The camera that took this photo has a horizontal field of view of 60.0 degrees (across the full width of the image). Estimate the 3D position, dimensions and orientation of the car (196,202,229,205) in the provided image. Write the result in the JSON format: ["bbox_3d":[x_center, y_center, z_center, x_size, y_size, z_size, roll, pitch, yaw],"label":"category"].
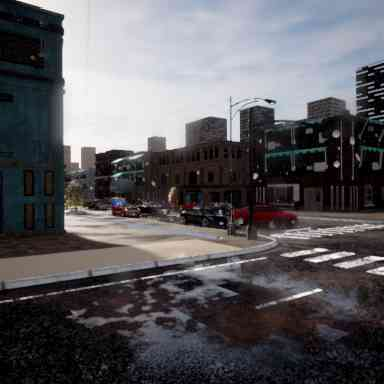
[{"bbox_3d":[2.870,1.805,36.308,2.008,1.369,4.403,-2,0,-35],"label":"car"}]

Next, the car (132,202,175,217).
[{"bbox_3d":[-4.183,1.851,36.267,2.128,1.511,4.902,-1,0,-35],"label":"car"}]

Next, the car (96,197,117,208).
[{"bbox_3d":[-16.334,1.935,63.407,2.192,1.841,5.009,-1,0,-35],"label":"car"}]

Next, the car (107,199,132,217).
[{"bbox_3d":[-7.169,1.843,35.978,1.967,1.590,4.097,-1,0,-35],"label":"car"}]

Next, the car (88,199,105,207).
[{"bbox_3d":[-19.528,2.223,67.924,1.887,1.381,4.507,-1,0,-35],"label":"car"}]

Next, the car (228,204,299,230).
[{"bbox_3d":[5.029,1.653,23.032,1.882,1.535,5.008,-1,0,-33],"label":"car"}]

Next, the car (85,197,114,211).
[{"bbox_3d":[-13.990,1.899,50.199,2.097,1.767,4.553,-1,0,-35],"label":"car"}]

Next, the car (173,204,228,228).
[{"bbox_3d":[0.757,1.811,24.585,1.947,1.339,4.313,-2,0,-35],"label":"car"}]

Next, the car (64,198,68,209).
[{"bbox_3d":[-23.067,2.229,58.422,1.752,1.417,4.829,-1,0,-35],"label":"car"}]

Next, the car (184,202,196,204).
[{"bbox_3d":[-0.329,1.899,40.825,1.802,1.307,4.206,-2,0,-35],"label":"car"}]

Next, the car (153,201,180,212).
[{"bbox_3d":[-3.528,1.961,45.341,1.802,1.307,4.206,-2,0,-35],"label":"car"}]
